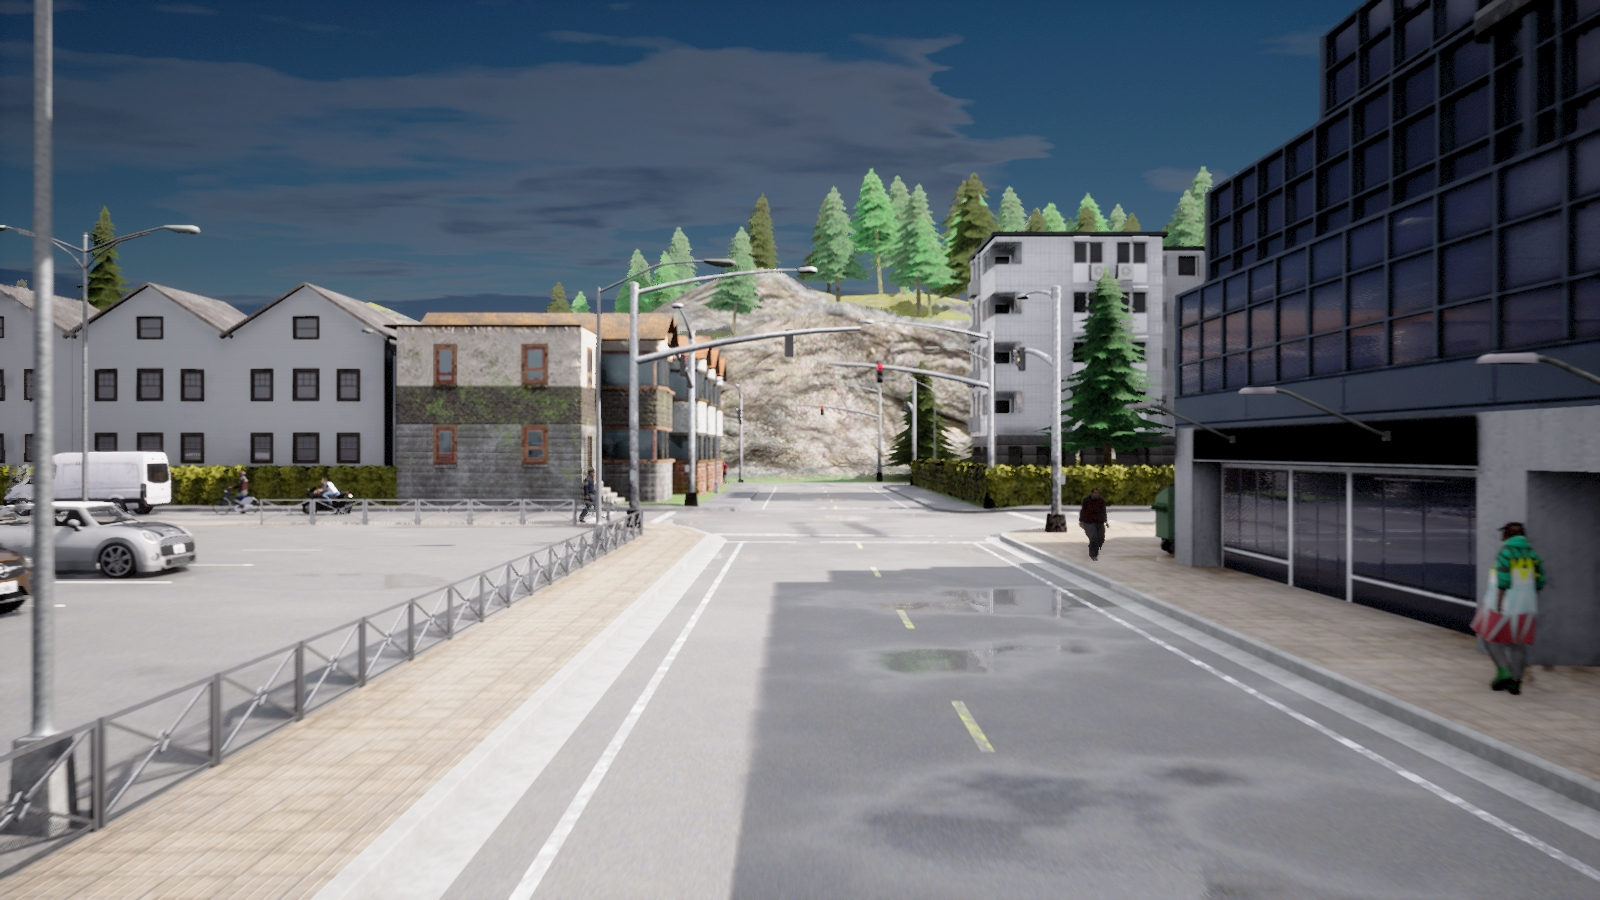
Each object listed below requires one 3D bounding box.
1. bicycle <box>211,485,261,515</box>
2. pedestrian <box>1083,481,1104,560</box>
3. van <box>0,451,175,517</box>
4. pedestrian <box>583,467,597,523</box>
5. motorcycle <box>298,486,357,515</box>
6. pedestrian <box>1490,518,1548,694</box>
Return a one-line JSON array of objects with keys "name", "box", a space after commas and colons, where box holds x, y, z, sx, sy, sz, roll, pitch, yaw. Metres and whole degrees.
[{"name": "bicycle", "box": [-22.644, 2.016, 45.862, 1.835, 1.171, 0.329, 0, 0, 0]}, {"name": "pedestrian", "box": [7.007, 1.677, 27.292, 0.375, 1.860, 0.375, 0, 0, -5]}, {"name": "van", "box": [-28.572, 1.340, 45.815, 5.915, 2.561, 1.988, 0, 0, 0]}, {"name": "pedestrian", "box": [-7.054, 1.503, 38.409, 0.375, 1.860, 0.375, 0, 0, 6]}, {"name": "motorcycle", "box": [-18.951, 2.018, 45.807, 2.033, 1.145, 0.803, 0, 0, 0]}, {"name": "pedestrian", "box": [7.787, 1.675, 12.380, 0.375, 1.860, 0.375, 0, 0, -4]}]
